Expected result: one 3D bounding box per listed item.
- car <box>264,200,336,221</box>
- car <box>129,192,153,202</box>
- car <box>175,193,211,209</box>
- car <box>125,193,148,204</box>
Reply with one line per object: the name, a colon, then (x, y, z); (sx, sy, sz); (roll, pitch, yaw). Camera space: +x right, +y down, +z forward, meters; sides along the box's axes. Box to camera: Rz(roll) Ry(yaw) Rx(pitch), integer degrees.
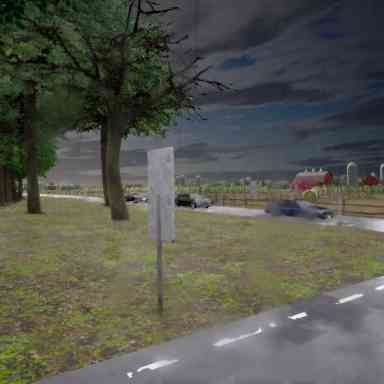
car: (7.950, 1.300, 25.152); (2.033, 1.411, 5.357); (-1, 2, -36)
car: (-8.086, 0.811, 52.349); (1.994, 1.385, 4.181); (-1, 1, -35)
car: (0.054, 0.888, 36.098); (2.097, 1.767, 4.553); (-1, 2, -36)
car: (-7.855, 0.840, 47.116); (2.128, 1.511, 4.902); (-1, 1, -35)
